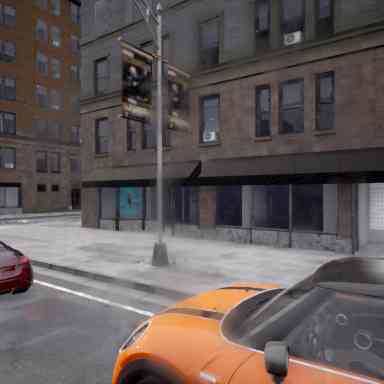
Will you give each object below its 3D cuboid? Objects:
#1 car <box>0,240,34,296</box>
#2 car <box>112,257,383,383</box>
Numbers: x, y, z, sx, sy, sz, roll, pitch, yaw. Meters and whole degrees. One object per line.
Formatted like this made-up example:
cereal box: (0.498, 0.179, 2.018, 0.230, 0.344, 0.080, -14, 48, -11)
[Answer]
car: (-5.482, 1.564, 7.582, 4.181, 1.385, 1.994, 0, 0, 36)
car: (1.457, 1.352, 2.647, 4.553, 1.767, 2.097, 0, 0, 36)
